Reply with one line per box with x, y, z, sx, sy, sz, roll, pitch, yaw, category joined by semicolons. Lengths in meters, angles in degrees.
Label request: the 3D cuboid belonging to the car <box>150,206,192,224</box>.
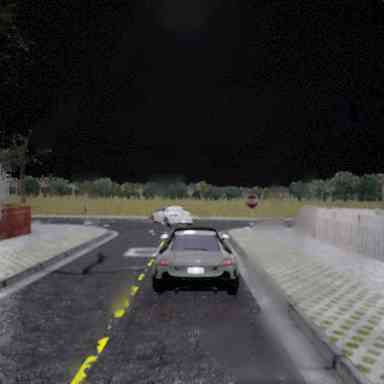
-1.597;1.764;24.804;1.812;1.442;4.674;2;0;-26;car

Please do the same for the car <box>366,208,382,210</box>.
14.784;2.047;27.601;4.181;1.385;1.994;1;0;-1;car

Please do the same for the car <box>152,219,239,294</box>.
0.087;1.650;9.056;1.994;1.385;4.181;0;0;0;car
